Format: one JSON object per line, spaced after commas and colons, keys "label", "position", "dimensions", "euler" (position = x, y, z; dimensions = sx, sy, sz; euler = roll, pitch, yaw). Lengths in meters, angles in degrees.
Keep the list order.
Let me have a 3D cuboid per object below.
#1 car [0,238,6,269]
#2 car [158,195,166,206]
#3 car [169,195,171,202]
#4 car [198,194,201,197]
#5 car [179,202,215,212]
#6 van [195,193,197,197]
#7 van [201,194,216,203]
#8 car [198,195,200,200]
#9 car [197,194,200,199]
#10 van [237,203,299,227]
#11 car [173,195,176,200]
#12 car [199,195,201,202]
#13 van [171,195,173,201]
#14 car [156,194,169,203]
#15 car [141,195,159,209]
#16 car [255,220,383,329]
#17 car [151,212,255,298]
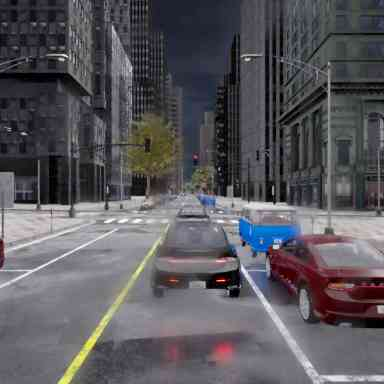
{"label": "car", "position": [-5.791, 1.545, 6.992], "dimensions": [1.887, 1.381, 4.507], "euler": [0, 0, 0]}
{"label": "car", "position": [-5.876, 1.575, 55.665], "dimensions": [1.887, 1.381, 4.507], "euler": [0, 0, 0]}
{"label": "car", "position": [-5.899, 1.593, 66.243], "dimensions": [2.008, 1.369, 4.403], "euler": [0, 0, 0]}
{"label": "car", "position": [2.625, 1.625, 66.741], "dimensions": [1.802, 1.307, 4.206], "euler": [0, 0, 0]}
{"label": "car", "position": [0.048, 1.495, 17.913], "dimensions": [2.128, 1.511, 4.902], "euler": [0, 0, 1]}
{"label": "van", "position": [2.569, 1.423, 93.807], "dimensions": [1.690, 1.788, 3.998], "euler": [0, 0, 0]}
{"label": "van", "position": [2.660, 1.366, 50.501], "dimensions": [1.690, 1.788, 3.998], "euler": [0, 0, 0]}
{"label": "car", "position": [2.637, 1.581, 61.327], "dimensions": [1.887, 1.381, 4.507], "euler": [0, 0, 0]}
{"label": "car", "position": [2.614, 1.600, 72.153], "dimensions": [2.008, 1.369, 4.403], "euler": [0, 0, 0]}
{"label": "van", "position": [2.754, 1.343, 12.516], "dimensions": [1.690, 1.788, 3.998], "euler": [0, 0, 0]}
{"label": "car", "position": [-5.943, 1.637, 87.398], "dimensions": [1.947, 1.339, 4.313], "euler": [0, 0, 0]}
{"label": "car", "position": [2.648, 1.596, 55.914], "dimensions": [1.947, 1.339, 4.313], "euler": [0, 0, 0]}
{"label": "van", "position": [-5.920, 1.397, 76.821], "dimensions": [1.690, 1.788, 3.998], "euler": [0, 0, 0]}
{"label": "car", "position": [-5.887, 1.351, 60.954], "dimensions": [2.192, 1.841, 5.009], "euler": [0, 0, 0]}
{"label": "car", "position": [-5.860, 1.546, 44.915], "dimensions": [1.752, 1.417, 4.829], "euler": [0, 0, 0]}
{"label": "car", "position": [2.764, 1.545, 6.991], "dimensions": [1.887, 1.381, 4.507], "euler": [0, 0, 0]}
{"label": "car", "position": [0.083, 1.493, 8.527], "dimensions": [2.128, 1.511, 4.902], "euler": [0, 0, 0]}
